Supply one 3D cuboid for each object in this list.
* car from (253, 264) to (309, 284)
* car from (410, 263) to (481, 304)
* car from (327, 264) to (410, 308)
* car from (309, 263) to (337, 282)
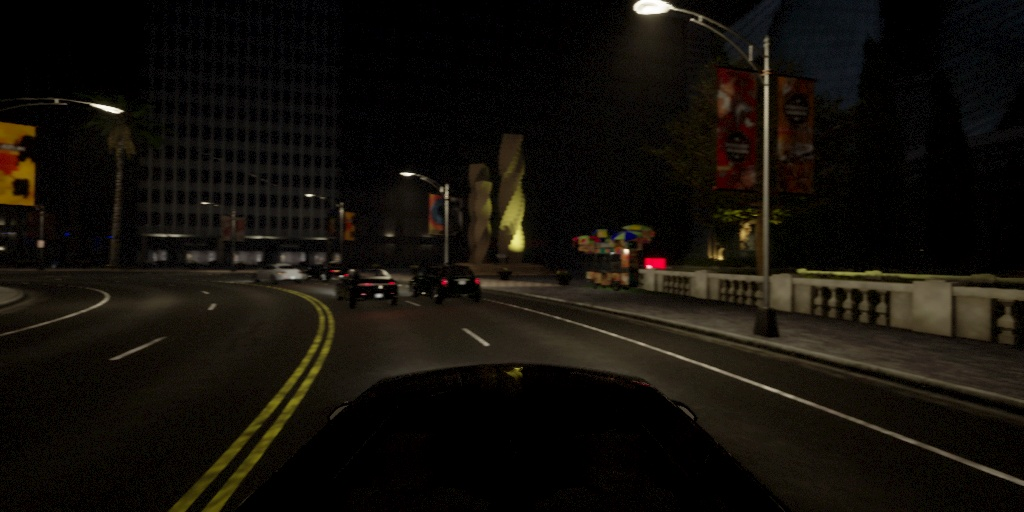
[{"bbox_3d":[-17.428,1.292,26.677,4.674,1.442,1.812,1,0,34],"label":"car"},{"bbox_3d":[-3.342,1.191,17.340,2.097,1.767,4.553,1,-1,-34],"label":"car"},{"bbox_3d":[-6.396,1.286,15.593,2.128,1.511,4.902,1,0,-34],"label":"car"},{"bbox_3d":[-15.362,1.319,29.509,4.892,1.490,1.837,1,0,34],"label":"car"}]
